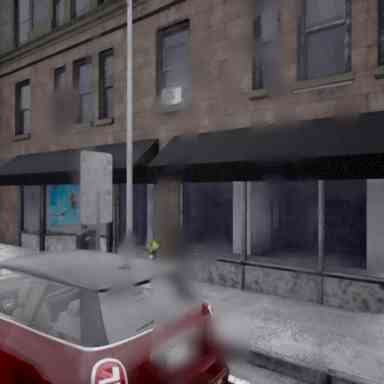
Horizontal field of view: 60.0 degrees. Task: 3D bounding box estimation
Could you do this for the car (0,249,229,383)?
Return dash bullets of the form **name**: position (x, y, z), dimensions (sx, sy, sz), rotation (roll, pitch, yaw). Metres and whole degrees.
- **car**: position (-1.699, 1.437, 4.025), dimensions (4.097, 1.590, 1.967), rotation (0, 0, 36)
